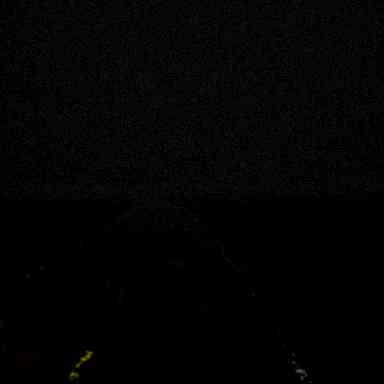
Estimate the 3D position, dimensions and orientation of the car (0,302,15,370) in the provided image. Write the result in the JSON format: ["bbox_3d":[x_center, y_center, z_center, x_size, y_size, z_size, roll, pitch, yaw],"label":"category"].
[{"bbox_3d":[-2.883,1.538,1.369,2.033,1.411,5.357,0,0,0],"label":"car"}]
